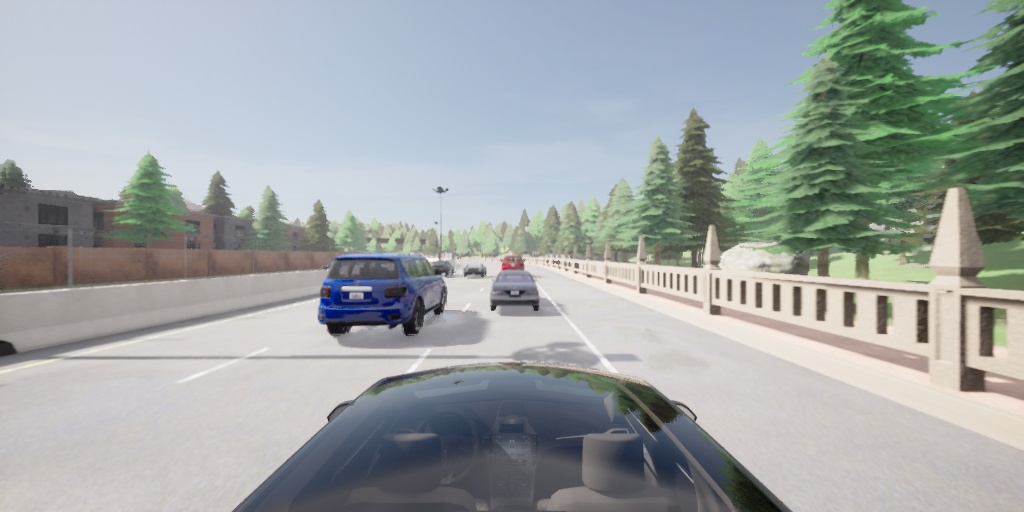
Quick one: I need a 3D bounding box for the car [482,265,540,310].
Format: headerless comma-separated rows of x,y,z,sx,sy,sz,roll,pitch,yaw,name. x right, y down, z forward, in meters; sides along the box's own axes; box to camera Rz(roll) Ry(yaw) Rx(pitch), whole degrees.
0.097,1.282,14.572,2.033,1.411,5.357,0,0,0,car

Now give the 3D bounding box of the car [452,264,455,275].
-6.906,1.213,35.616,1.837,1.490,4.892,0,0,0,car

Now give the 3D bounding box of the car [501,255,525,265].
0.094,0.931,34.742,2.150,2.045,5.566,0,0,0,car

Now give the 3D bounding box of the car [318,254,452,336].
-3.403,0.961,10.525,2.150,2.045,5.566,0,0,0,car

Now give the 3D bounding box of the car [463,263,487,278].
-3.407,1.311,34.012,1.895,1.301,4.718,0,0,0,car
